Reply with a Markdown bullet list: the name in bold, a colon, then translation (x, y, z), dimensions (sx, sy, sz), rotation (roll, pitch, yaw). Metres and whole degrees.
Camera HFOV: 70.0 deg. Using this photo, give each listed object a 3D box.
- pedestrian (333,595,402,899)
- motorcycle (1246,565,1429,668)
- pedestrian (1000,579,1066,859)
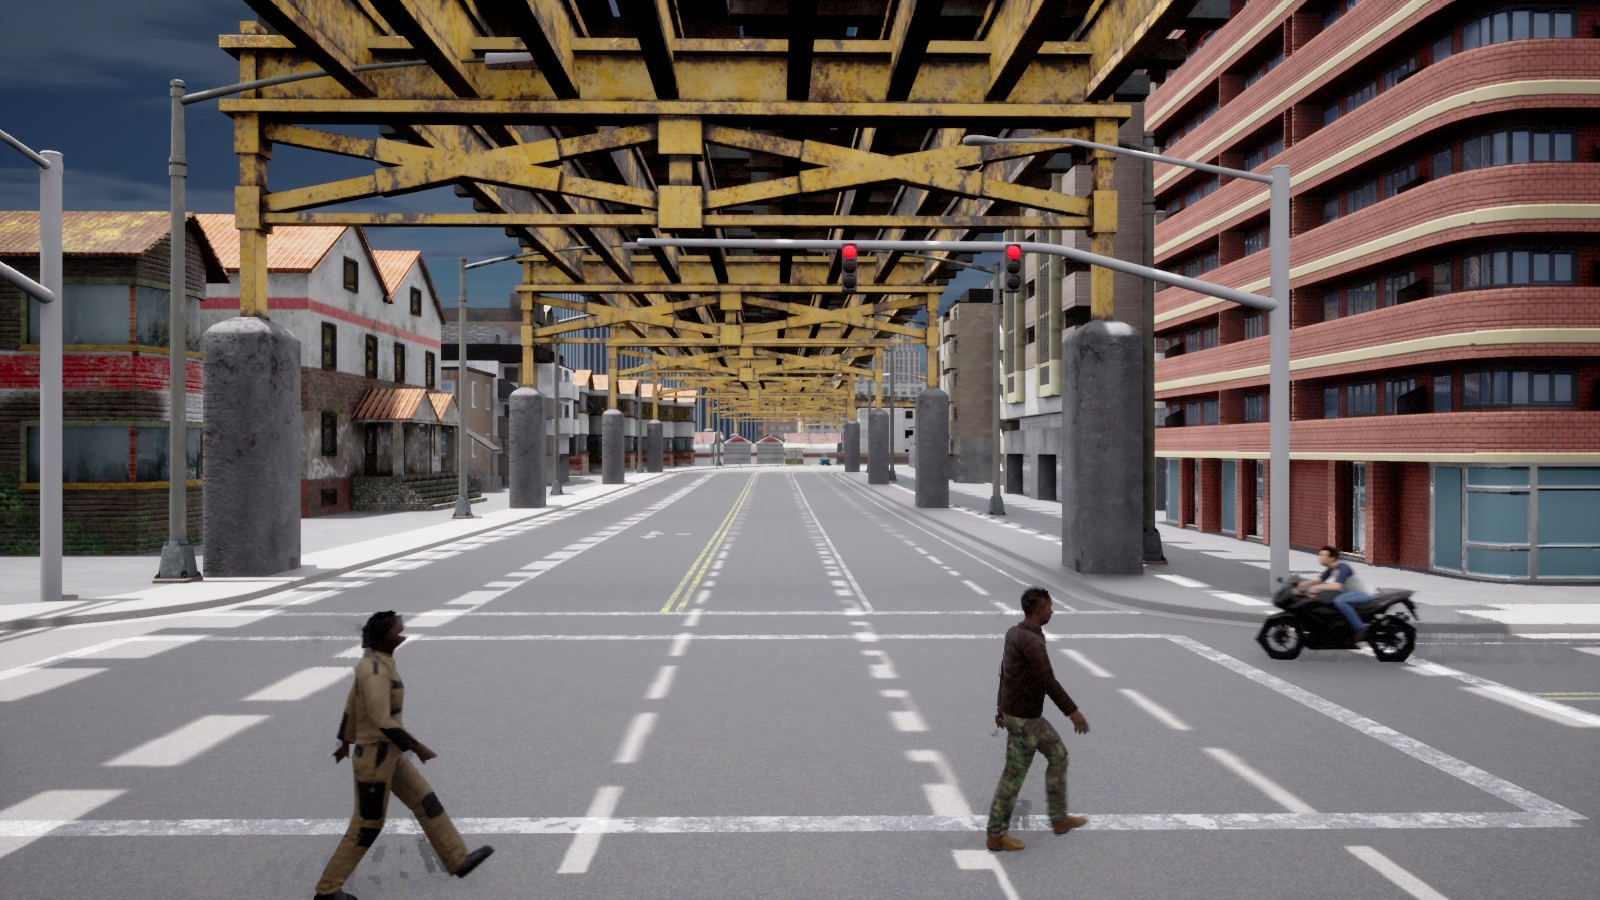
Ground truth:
- **pedestrian**: translation (-2.637, 1.848, 6.986), dimensions (0.375, 1.860, 0.375), rotation (0, 0, -17)
- **motorcycle**: translation (7.042, 2.174, 15.049), dimensions (2.033, 1.224, 0.803), rotation (0, -1, 5)
- **pedestrian**: translation (1.619, 1.848, 7.962), dimensions (0.375, 1.860, 0.375), rotation (0, 0, -2)
